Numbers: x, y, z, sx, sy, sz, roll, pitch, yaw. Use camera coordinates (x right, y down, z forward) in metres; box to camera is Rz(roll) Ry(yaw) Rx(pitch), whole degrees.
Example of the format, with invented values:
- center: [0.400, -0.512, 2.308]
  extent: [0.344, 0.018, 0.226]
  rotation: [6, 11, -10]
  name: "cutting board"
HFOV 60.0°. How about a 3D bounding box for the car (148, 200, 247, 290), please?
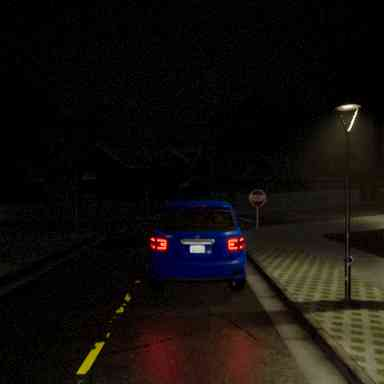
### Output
- center: [0.117, 1.217, 9.226]
  extent: [2.150, 2.045, 5.566]
  rotation: [0, 0, 0]
  name: "car"
